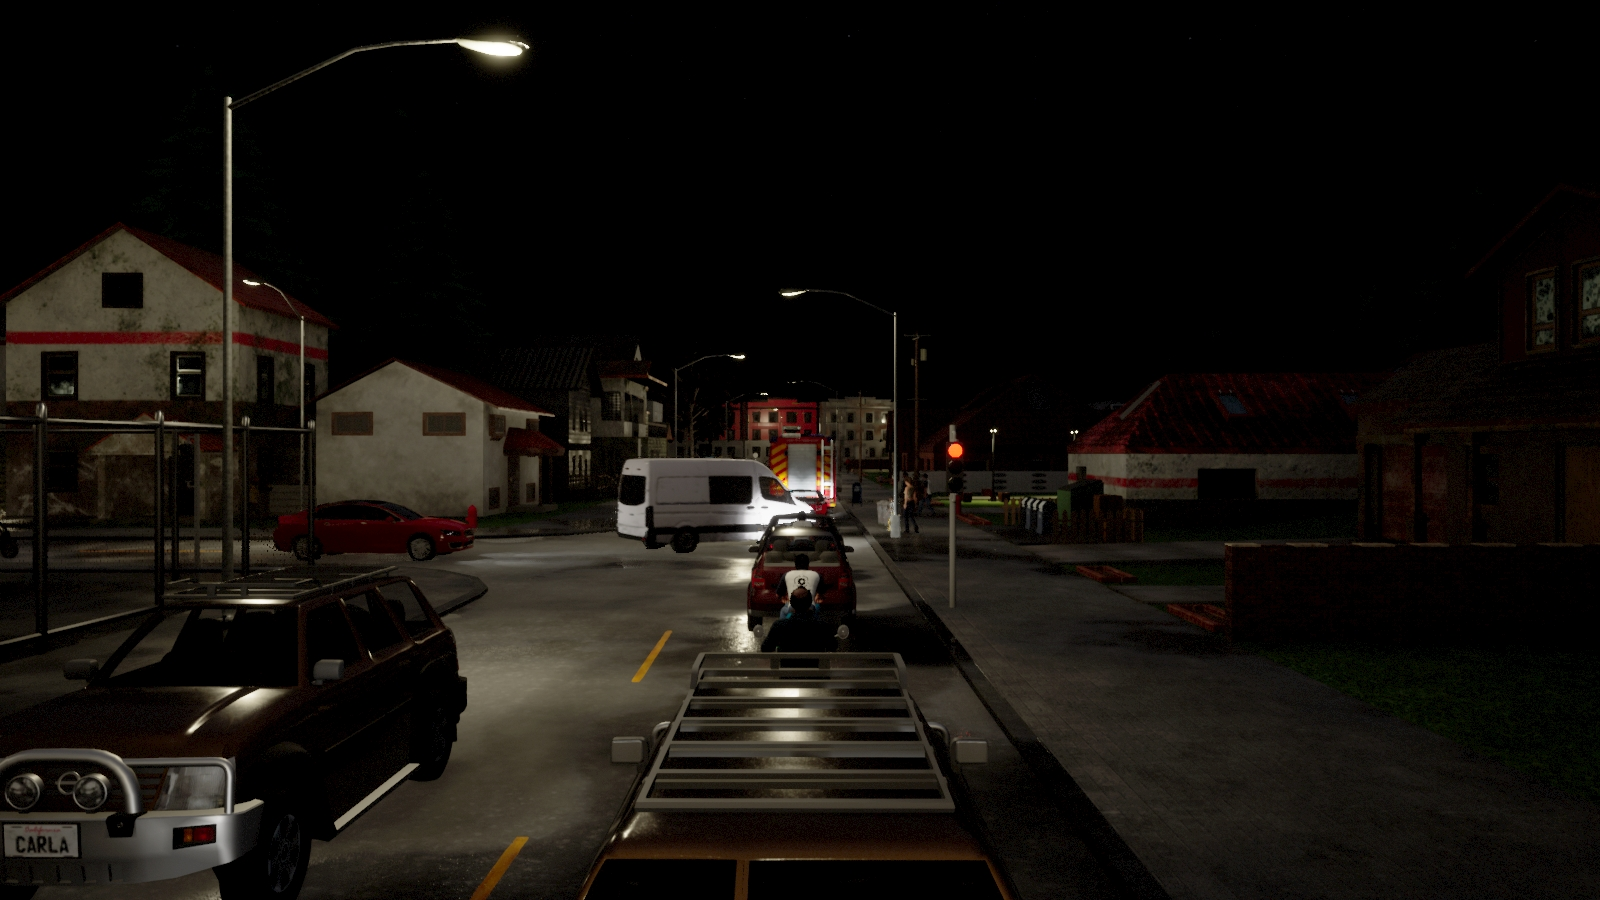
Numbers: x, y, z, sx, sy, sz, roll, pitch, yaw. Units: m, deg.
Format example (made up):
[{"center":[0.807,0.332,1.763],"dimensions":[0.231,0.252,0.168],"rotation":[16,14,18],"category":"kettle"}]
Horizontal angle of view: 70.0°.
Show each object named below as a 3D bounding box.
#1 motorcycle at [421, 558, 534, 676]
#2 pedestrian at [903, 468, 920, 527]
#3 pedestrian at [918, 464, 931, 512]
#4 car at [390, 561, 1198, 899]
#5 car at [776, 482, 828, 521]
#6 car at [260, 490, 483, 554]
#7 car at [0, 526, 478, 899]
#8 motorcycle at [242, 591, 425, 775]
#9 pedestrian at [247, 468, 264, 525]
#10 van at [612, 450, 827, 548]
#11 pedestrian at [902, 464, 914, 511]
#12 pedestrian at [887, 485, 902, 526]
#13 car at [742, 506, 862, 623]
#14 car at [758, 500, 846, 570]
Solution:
[{"center":[-3.894,1.987,13.966],"dimensions":[0.803,1.145,2.033],"rotation":[0,0,0],"category":"motorcycle"},{"center":[3.533,1.512,36.281],"dimensions":[0.375,1.860,0.375],"rotation":[0,0,-38],"category":"pedestrian"},{"center":[4.967,1.507,45.454],"dimensions":[0.375,1.860,0.375],"rotation":[0,0,38],"category":"pedestrian"},{"center":[-0.006,1.641,5.035],"dimensions":[1.932,1.855,4.605],"rotation":[0,0,0],"category":"car"},{"center":[0.076,1.918,43.558],"dimensions":[1.895,1.301,4.718],"rotation":[0,0,0],"category":"car"},{"center":[-10.911,1.831,29.411],"dimensions":[4.892,1.480,2.231],"rotation":[0,0,0],"category":"car"},{"center":[-3.983,1.640,8.349],"dimensions":[1.932,1.855,4.605],"rotation":[0,0,0],"category":"car"},{"center":[-3.994,1.958,9.954],"dimensions":[0.856,1.236,1.805],"rotation":[0,0,0],"category":"motorcycle"},{"center":[-17.890,1.510,37.532],"dimensions":[0.375,1.860,0.375],"rotation":[0,0,0],"category":"pedestrian"},{"center":[-2.211,1.301,32.504],"dimensions":[5.915,2.561,1.988],"rotation":[0,0,-35],"category":"van"},{"center":[4.360,1.506,46.139],"dimensions":[0.375,1.860,0.375],"rotation":[0,0,27],"category":"pedestrian"},{"center":[3.043,1.790,36.857],"dimensions":[0.375,1.300,0.375],"rotation":[0,0,31],"category":"pedestrian"},{"center":[0.027,1.798,18.824],"dimensions":[1.789,1.549,3.705],"rotation":[0,0,0],"category":"car"},{"center":[0.042,1.924,26.886],"dimensions":[1.895,1.301,4.718],"rotation":[0,0,0],"category":"car"}]
